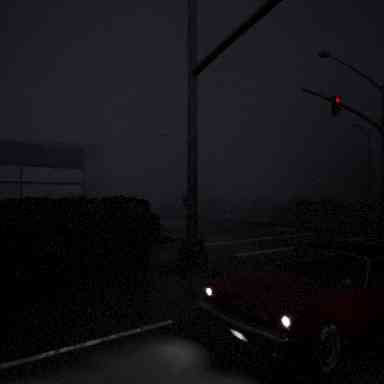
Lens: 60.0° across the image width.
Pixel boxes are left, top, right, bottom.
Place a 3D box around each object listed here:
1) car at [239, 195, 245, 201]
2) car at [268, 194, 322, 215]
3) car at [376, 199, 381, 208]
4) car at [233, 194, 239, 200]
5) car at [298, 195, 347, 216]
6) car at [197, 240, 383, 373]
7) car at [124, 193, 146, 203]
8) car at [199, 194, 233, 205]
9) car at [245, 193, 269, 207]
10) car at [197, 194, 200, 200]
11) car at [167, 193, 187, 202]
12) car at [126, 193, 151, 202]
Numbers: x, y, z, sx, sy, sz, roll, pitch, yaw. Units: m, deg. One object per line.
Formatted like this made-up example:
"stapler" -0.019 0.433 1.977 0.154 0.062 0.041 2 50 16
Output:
"car" 13.456 1.121 72.888 5.027 1.636 2.152 0 0 -35
"car" 10.241 1.314 32.557 5.027 1.636 2.152 0 0 -35
"car" 25.600 1.356 43.164 3.806 1.475 1.970 0 0 -35
"car" 9.503 1.200 77.954 3.806 1.475 1.970 0 0 -35
"car" 12.086 1.323 30.020 4.514 1.523 2.007 0 0 -35
"car" 2.419 1.598 5.733 4.718 1.301 1.895 0 0 -36
"car" -10.901 1.060 63.633 3.866 1.878 1.905 0 0 -35
"car" 4.003 1.277 54.863 4.514 1.523 2.007 0 0 -35
"car" 9.712 1.298 46.661 3.633 1.501 1.845 0 0 -35
"car" 1.629 1.270 76.900 4.514 1.523 2.007 0 0 -35
"car" -2.574 1.076 65.466 4.605 1.855 1.932 0 0 -35
"car" -9.491 1.344 60.561 3.806 1.475 1.970 0 0 -35
